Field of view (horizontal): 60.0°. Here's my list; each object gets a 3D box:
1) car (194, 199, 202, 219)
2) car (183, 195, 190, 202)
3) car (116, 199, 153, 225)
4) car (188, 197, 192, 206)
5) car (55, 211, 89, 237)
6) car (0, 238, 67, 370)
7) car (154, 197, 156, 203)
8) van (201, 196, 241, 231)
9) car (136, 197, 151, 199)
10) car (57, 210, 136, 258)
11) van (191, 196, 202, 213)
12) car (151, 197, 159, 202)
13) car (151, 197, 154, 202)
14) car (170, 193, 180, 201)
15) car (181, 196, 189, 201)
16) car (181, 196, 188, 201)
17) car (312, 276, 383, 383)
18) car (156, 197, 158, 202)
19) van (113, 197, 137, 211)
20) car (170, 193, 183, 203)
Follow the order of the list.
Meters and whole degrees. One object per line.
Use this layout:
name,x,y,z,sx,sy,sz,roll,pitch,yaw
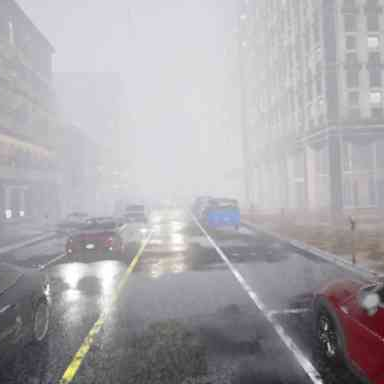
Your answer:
car,1.484,1.477,25.575,2.008,1.369,4.403,-2,0,-3
car,-1.177,1.639,76.342,1.802,1.307,4.206,-3,0,-3
car,-4.314,1.685,25.904,1.837,1.490,4.892,-3,1,-3
car,0.893,1.518,36.857,1.947,1.339,4.313,-2,0,-3
car,-6.581,1.837,19.495,2.008,1.369,4.403,-2,0,-3
car,-3.170,1.665,3.822,1.812,1.442,4.674,-3,0,-3
car,-9.242,1.964,70.262,2.008,1.369,4.403,-3,0,-3
van,1.771,1.255,19.934,1.690,1.788,3.998,-2,0,-3
car,-8.366,1.683,53.340,2.192,1.841,5.009,-3,0,-3
car,-3.686,1.722,13.676,1.994,1.385,4.181,-3,0,-3
van,1.179,1.280,31.216,1.690,1.788,3.998,-2,0,-3
car,-10.425,2.028,92.826,1.887,1.381,4.507,-3,0,-3
car,-8.946,1.964,64.622,1.947,1.339,4.313,-3,0,-3
car,-4.310,1.260,84.346,2.150,2.045,5.566,-3,0,-3
car,-1.768,1.658,87.624,1.947,1.339,4.313,-3,0,-3
car,-2.064,1.693,93.265,1.802,1.307,4.206,-3,0,-3
car,2.663,1.319,3.012,1.967,1.590,4.097,-2,0,-3
car,-9.826,1.972,81.374,1.752,1.417,4.829,-3,0,-3
van,-7.478,1.666,36.418,1.690,1.788,3.998,-2,0,-3
car,-3.743,1.686,73.910,2.128,1.511,4.902,-3,0,-3
